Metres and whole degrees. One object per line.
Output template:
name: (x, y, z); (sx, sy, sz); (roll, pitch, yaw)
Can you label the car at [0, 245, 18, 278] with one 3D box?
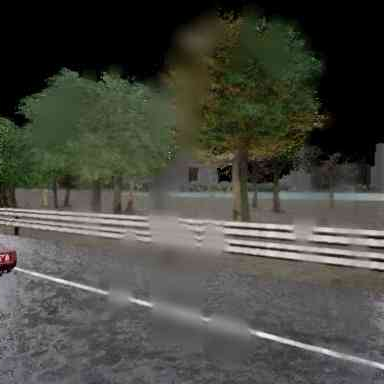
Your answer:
car: (-6.605, 1.589, 8.677); (4.718, 1.301, 1.895); (0, 0, 36)
